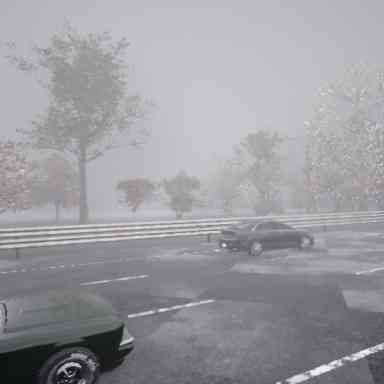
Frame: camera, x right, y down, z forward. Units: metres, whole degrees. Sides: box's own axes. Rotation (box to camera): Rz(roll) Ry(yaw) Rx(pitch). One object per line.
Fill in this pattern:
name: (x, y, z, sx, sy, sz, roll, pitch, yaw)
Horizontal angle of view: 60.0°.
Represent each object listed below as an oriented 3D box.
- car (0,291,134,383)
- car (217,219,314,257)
car: (-3.132, 1.801, 3.735, 4.718, 1.301, 1.895, 0, -3, -30)
car: (3.482, 2.024, 15.414, 4.892, 1.490, 1.837, 0, -3, -29)
